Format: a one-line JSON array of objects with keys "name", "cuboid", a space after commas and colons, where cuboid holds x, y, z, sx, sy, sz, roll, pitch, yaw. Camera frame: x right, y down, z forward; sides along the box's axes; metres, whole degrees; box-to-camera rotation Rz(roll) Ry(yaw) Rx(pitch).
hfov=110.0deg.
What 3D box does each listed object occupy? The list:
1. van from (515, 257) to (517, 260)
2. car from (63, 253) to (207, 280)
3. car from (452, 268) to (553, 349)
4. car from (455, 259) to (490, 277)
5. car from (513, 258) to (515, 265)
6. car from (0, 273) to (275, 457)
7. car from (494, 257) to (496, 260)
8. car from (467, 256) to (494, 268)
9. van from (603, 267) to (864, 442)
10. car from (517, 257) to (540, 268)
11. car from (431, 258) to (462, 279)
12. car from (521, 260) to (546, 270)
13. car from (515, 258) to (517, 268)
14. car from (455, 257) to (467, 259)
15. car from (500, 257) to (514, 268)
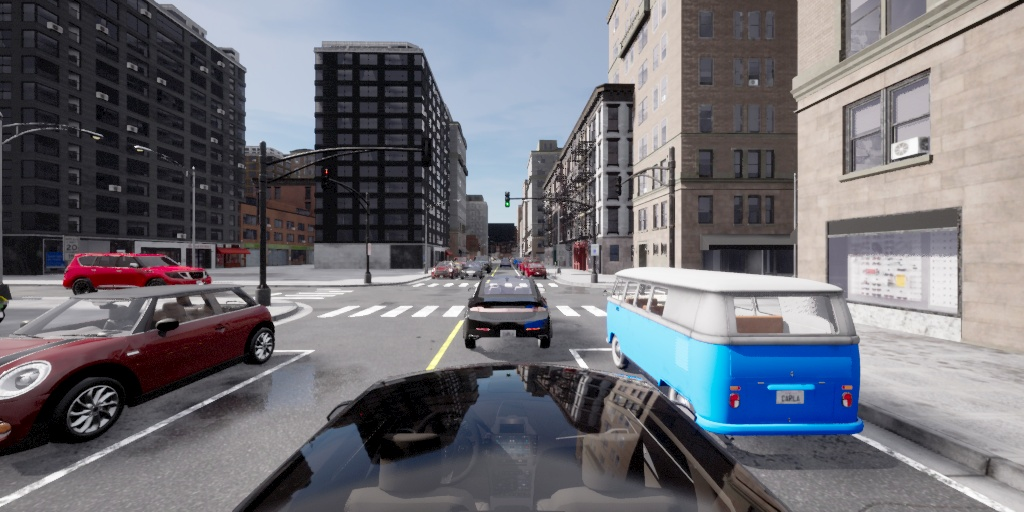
[{"name": "van", "cuboid": [1.689, 1.087, 53.735, 1.690, 1.789, 3.998, 0, 0, -1]}, {"name": "car", "cuboid": [-17.702, 0.883, 17.093, 5.566, 2.045, 2.150, 0, 0, -1]}, {"name": "car", "cuboid": [-0.123, 1.241, 9.160, 2.128, 1.511, 4.902, 0, 0, -1]}, {"name": "car", "cuboid": [-3.383, 1.240, 31.599, 2.128, 1.511, 4.902, 0, 0, -1]}, {"name": "car", "cuboid": [1.589, 1.310, 59.144, 1.948, 1.339, 4.313, 0, 0, -1]}, {"name": "car", "cuboid": [-5.438, 1.189, 5.076, 1.967, 1.591, 4.097, 0, 0, -1]}, {"name": "car", "cuboid": [-3.762, 1.294, 52.164, 2.033, 1.411, 5.357, 0, 0, -1]}, {"name": "car", "cuboid": [-3.570, 0.970, 41.762, 2.150, 2.045, 5.566, 0, 0, 0]}, {"name": "van", "cuboid": [2.586, 1.091, 5.224, 1.690, 1.789, 3.998, 0, 0, -1]}, {"name": "car", "cuboid": [1.989, 1.063, 37.509, 2.192, 1.841, 5.009, 0, 0, -1]}, {"name": "car", "cuboid": [-5.935, 1.188, 31.952, 1.967, 1.591, 4.097, 0, 0, -1]}, {"name": "car", "cuboid": [2.089, 1.294, 32.100, 1.888, 1.381, 4.507, 0, 0, -1]}, {"name": "car", "cuboid": [1.789, 1.292, 48.326, 1.888, 1.381, 4.507, 0, 0, -1]}, {"name": "car", "cuboid": [-6.135, 1.063, 42.769, 2.192, 1.841, 5.009, 0, 0, -1]}, {"name": "car", "cuboid": [-1.107, 1.307, 62.261, 1.994, 1.385, 4.181, 0, 0, -1]}]
